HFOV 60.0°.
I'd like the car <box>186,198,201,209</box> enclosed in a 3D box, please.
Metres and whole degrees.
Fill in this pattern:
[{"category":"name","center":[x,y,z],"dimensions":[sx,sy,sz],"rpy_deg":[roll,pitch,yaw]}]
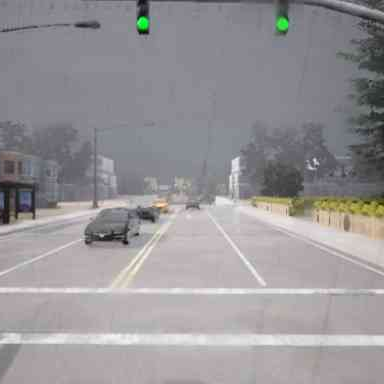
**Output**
[{"category":"car","center":[0.167,1.566,44.517],"dimensions":[2.033,1.411,5.357],"rpy_deg":[0,0,2]}]

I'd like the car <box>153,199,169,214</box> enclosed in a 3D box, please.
[{"category":"car","center":[-3.575,1.493,36.480],"dimensions":[1.882,1.535,5.008],"rpy_deg":[0,0,1]}]

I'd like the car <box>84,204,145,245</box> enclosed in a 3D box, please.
[{"category":"car","center":[-3.607,1.511,15.742],"dimensions":[1.837,1.490,4.892],"rpy_deg":[0,0,0]}]

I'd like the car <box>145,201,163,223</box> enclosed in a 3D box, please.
[{"category":"car","center":[-3.605,1.612,25.997],"dimensions":[1.895,1.301,4.718],"rpy_deg":[0,0,0]}]
